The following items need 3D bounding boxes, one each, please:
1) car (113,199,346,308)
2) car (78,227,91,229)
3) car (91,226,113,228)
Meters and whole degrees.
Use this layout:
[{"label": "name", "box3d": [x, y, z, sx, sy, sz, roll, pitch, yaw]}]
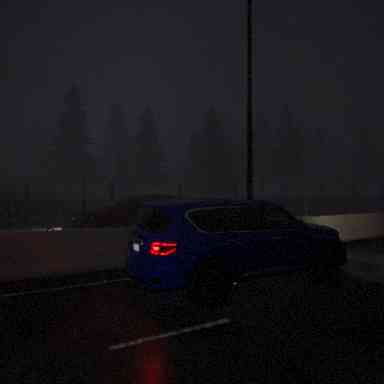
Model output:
[{"label": "car", "box3d": [1.205, 1.196, 8.004, 5.566, 2.045, 2.150, 0, 0, -30]}, {"label": "car", "box3d": [-3.219, 1.180, 17.797, 5.566, 2.045, 2.150, 0, 0, -30]}, {"label": "car", "box3d": [-1.433, 1.510, 14.787, 5.357, 1.411, 2.033, 0, 0, -30]}]
